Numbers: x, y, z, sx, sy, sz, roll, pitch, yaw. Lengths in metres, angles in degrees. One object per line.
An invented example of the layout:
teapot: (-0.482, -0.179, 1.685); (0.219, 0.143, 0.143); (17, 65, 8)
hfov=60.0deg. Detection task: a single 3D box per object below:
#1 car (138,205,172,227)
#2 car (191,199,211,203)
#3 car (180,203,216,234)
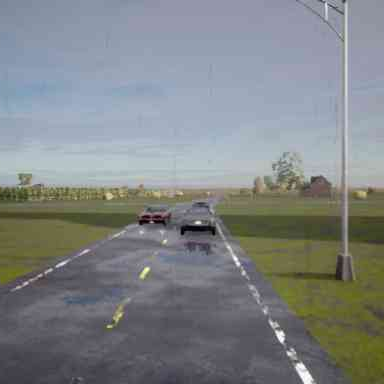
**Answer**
car: (-2.485, 1.603, 23.161); (1.895, 1.301, 4.718); (0, 0, 2)
car: (0.989, 1.508, 36.828); (1.837, 1.490, 4.892); (0, 0, 3)
car: (0.366, 1.568, 19.286); (1.994, 1.385, 4.181); (0, 0, 1)
